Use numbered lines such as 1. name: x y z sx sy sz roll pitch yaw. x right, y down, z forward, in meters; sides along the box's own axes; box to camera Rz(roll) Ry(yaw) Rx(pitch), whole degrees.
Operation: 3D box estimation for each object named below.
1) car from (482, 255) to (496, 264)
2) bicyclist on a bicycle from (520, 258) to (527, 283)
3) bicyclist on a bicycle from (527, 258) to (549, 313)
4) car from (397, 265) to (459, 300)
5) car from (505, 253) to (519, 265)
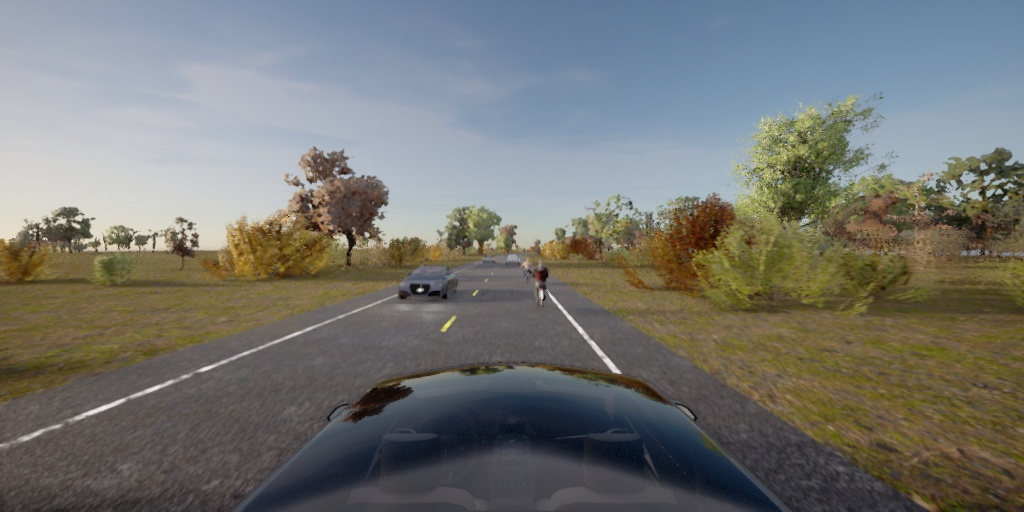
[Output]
1. car: -3.565 0.539 56.079 1.895 1.301 4.718 0 1 1
2. bicyclist on a bicycle: 0.934 0.895 22.054 0.866 1.612 1.509 0 1 0
3. bicyclist on a bicycle: 0.961 0.972 12.235 0.659 1.776 1.843 0 1 0
4. car: -3.596 1.111 15.991 1.994 1.385 4.181 0 1 0
5. car: 0.067 0.508 53.279 1.812 1.442 4.674 0 1 0
